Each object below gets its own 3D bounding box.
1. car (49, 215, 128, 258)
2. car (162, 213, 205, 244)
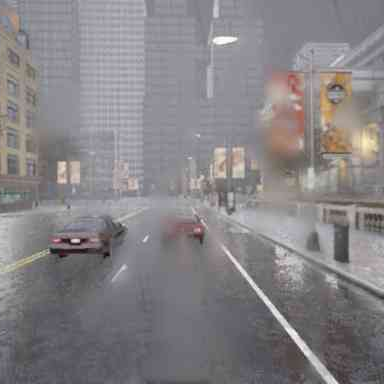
[{"bbox_3d":[-3.830,1.626,13.178,2.033,1.411,5.357,0,0,-2],"label":"car"},{"bbox_3d":[-0.440,1.677,16.411,1.895,1.301,4.718,0,0,-2],"label":"car"}]
